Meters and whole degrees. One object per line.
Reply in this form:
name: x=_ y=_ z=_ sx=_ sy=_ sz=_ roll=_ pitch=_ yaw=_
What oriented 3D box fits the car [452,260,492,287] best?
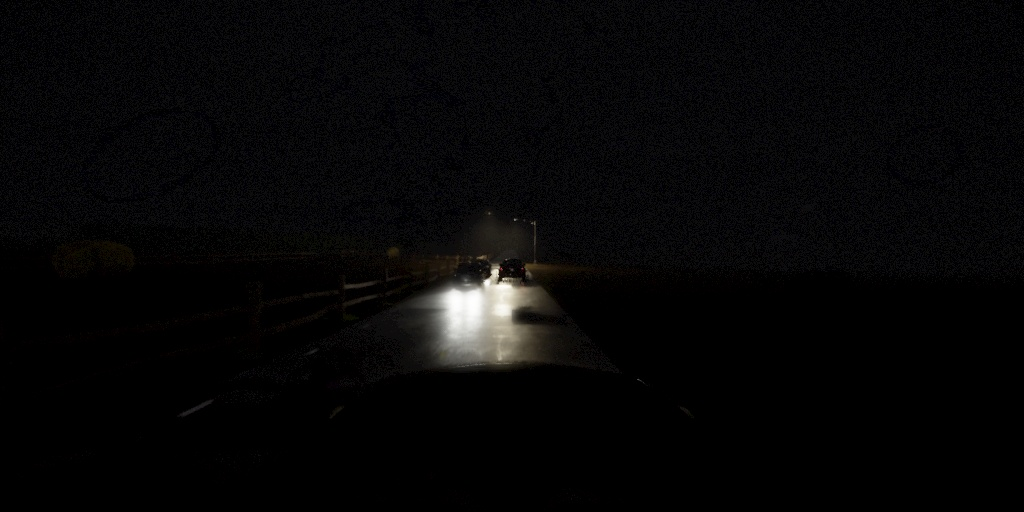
car: x=-2.750 y=1.181 z=23.873 sx=2.128 sy=1.511 sz=4.902 roll=0 pitch=0 yaw=0

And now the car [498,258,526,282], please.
car: x=0.024 y=0.997 z=28.259 sx=2.097 sy=1.767 sz=4.553 roll=0 pitch=1 yaw=0
